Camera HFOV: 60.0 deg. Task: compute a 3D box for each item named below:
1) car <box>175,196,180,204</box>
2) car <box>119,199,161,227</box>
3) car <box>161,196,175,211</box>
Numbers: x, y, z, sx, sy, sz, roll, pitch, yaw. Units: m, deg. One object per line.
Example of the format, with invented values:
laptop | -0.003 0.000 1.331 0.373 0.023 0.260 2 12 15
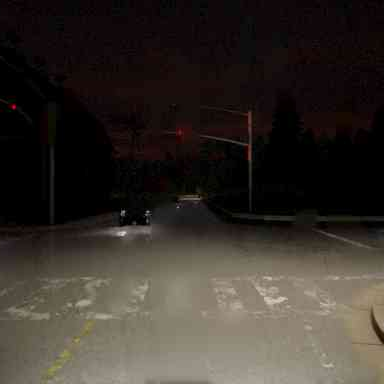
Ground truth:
car | -3.389 1.507 64.110 1.837 1.490 4.892 0 -1 0
car | -3.557 1.351 22.839 2.097 1.767 4.553 0 0 0
car | -3.521 1.547 40.819 2.033 1.411 5.357 0 0 0
